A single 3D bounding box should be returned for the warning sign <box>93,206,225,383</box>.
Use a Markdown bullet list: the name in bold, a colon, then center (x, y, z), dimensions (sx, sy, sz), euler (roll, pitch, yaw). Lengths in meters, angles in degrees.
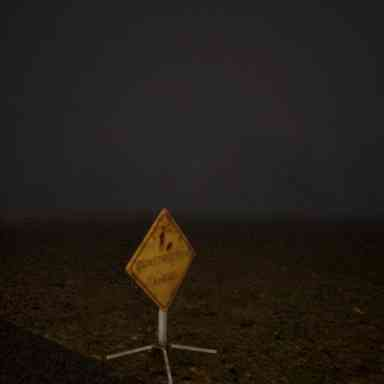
- **warning sign**: center (-0.374, 1.135, 4.204), dimensions (1.060, 1.860, 1.300), euler (0, 0, 36)
